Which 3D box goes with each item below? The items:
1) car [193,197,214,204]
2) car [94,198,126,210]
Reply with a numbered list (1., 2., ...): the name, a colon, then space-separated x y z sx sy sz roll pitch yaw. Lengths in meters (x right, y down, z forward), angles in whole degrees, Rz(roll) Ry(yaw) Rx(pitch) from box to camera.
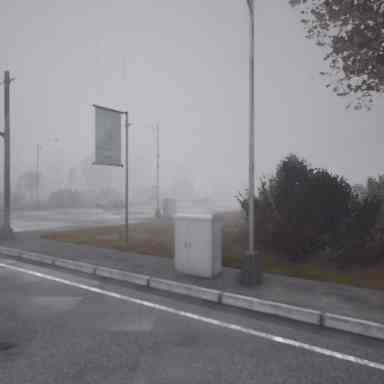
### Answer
1. car: 2.139 1.526 60.449 1.895 1.301 4.718 0 0 33
2. car: -10.092 1.492 41.379 1.994 1.385 4.181 0 0 32
